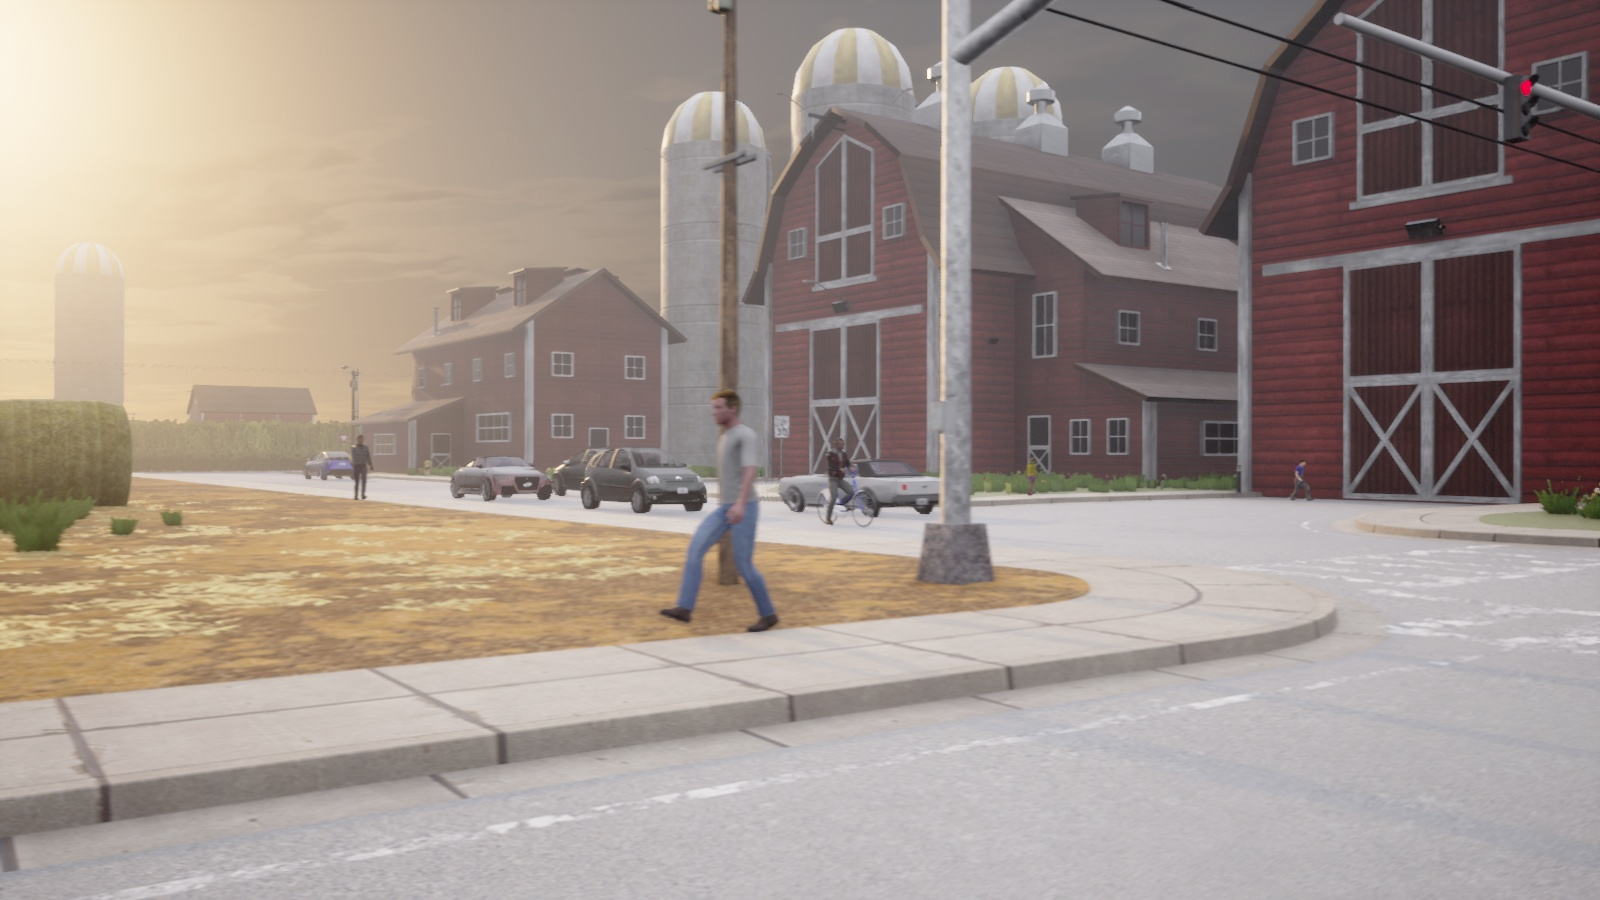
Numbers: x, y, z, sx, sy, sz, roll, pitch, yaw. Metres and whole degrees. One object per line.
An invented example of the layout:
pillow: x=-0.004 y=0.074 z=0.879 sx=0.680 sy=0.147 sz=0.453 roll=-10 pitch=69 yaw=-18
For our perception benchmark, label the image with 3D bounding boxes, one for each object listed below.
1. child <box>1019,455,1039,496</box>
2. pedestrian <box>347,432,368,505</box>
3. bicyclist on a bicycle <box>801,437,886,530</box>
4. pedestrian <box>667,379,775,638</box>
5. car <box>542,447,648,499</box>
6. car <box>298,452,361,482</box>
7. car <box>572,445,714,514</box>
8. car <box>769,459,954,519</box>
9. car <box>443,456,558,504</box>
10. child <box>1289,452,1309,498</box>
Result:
child: x=6.471 y=0.709 z=35.499 sx=0.473 sy=1.160 sz=0.299 roll=0 pitch=0 yaw=-28
pedestrian: x=-11.905 y=0.486 z=33.805 sx=0.423 sy=1.949 sz=0.788 roll=0 pitch=0 yaw=-27
bicyclist on a bicycle: x=0.850 y=0.640 z=24.893 sx=0.659 sy=1.776 sz=1.843 roll=-1 pitch=0 yaw=-36
pedestrian: x=-0.581 y=0.417 z=9.237 sx=0.706 sy=1.836 sz=0.354 roll=0 pitch=0 yaw=-28
car: x=-6.827 y=0.727 z=41.482 sx=1.851 sy=1.617 sz=3.988 roll=0 pitch=0 yaw=-36
car: x=-24.973 y=0.879 z=66.570 sx=2.007 sy=1.525 sz=4.514 roll=0 pitch=0 yaw=-36
car: x=-4.005 y=0.701 z=31.608 sx=1.851 sy=1.617 sz=3.988 roll=0 pitch=0 yaw=-36
car: x=1.377 y=0.879 z=30.134 sx=1.895 sy=1.301 sz=4.718 roll=0 pitch=0 yaw=-36
car: x=-9.343 y=0.895 z=38.983 sx=1.994 sy=1.385 sz=4.181 roll=0 pitch=0 yaw=-36
child: x=13.972 y=0.701 z=35.154 sx=0.270 sy=1.263 sz=0.437 roll=0 pitch=0 yaw=-34
